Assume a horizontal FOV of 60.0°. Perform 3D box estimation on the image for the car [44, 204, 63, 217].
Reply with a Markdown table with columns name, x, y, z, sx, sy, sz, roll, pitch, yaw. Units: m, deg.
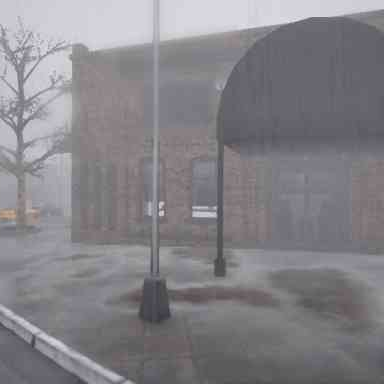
| name | x | y | z | sx | sy | sz | roll | pitch | yaw |
| --- | --- | --- | --- | --- | --- | --- | --- | --- | --- |
| car | -16.477 | 2.088 | 37.895 | 1.837 | 1.490 | 4.892 | 0 | -1 | 6 |

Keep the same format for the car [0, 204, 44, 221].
| name | x | y | z | sx | sy | sz | roll | pitch | yaw |
| --- | --- | --- | --- | --- | --- | --- | --- | --- | --- |
| car | -16.704 | 1.939 | 32.485 | 1.801 | 1.575 | 5.366 | 0 | -1 | -2 |
